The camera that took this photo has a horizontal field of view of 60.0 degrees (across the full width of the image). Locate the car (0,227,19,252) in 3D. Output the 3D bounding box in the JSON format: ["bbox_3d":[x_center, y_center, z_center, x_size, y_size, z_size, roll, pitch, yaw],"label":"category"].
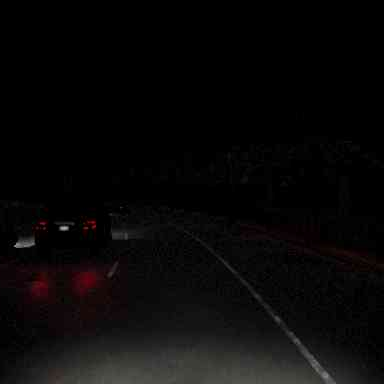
[{"bbox_3d":[-7.803,1.629,11.337,2.033,1.411,5.357,0,0,-7],"label":"car"}]

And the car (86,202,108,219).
[{"bbox_3d":[-9.287,1.753,32.383,1.812,1.442,4.674,0,0,-19],"label":"car"}]

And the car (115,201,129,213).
[{"bbox_3d":[-9.327,1.847,41.790,1.994,1.385,4.181,0,0,-24],"label":"car"}]

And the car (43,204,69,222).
[{"bbox_3d":[-12.043,1.823,29.701,1.895,1.301,4.718,0,0,-18],"label":"car"}]

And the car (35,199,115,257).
[{"bbox_3d":[-4.643,1.312,13.680,2.150,2.045,5.566,0,0,-8],"label":"car"}]
